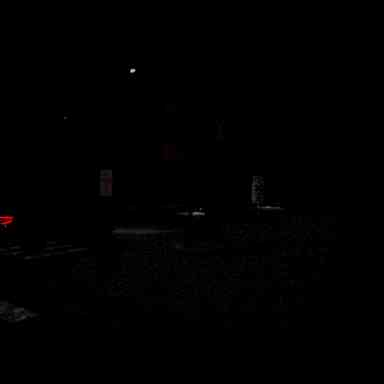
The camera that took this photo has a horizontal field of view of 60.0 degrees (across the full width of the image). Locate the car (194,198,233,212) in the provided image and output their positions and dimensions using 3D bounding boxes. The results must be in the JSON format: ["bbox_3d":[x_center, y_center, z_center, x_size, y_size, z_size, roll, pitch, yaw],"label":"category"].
[{"bbox_3d":[2.431,1.374,35.646,2.033,1.411,5.357,1,0,35],"label":"car"}]

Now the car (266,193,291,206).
[{"bbox_3d":[13.265,1.202,50.766,2.150,2.045,5.566,1,0,35],"label":"car"}]

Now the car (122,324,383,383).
[{"bbox_3d":[1.380,1.553,1.861,4.403,1.369,2.008,1,1,36],"label":"car"}]

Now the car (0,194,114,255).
[{"bbox_3d":[-5.544,1.092,13.163,2.150,2.045,5.566,0,0,28],"label":"car"}]
